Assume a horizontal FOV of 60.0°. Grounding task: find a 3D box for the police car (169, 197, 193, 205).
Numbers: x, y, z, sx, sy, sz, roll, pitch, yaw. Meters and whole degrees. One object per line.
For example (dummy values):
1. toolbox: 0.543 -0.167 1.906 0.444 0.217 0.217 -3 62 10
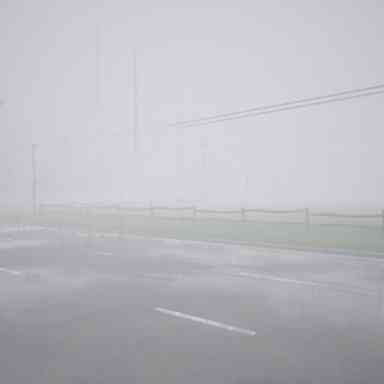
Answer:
1. police car: -1.843 1.805 67.219 2.038 1.542 4.974 -1 0 36
